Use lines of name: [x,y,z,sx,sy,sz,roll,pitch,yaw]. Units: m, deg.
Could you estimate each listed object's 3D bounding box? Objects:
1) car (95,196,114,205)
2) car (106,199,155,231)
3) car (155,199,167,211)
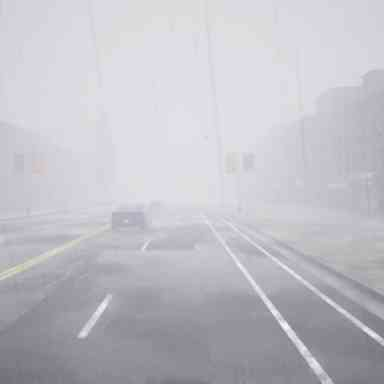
car: [-10.672,1.171,41.238,1.812,1.442,4.674,0,0,-1]
car: [-3.587,1.405,20.320,1.882,1.535,5.008,0,0,-1]
car: [-4.011,1.493,38.780,1.812,1.442,4.674,0,0,-1]
